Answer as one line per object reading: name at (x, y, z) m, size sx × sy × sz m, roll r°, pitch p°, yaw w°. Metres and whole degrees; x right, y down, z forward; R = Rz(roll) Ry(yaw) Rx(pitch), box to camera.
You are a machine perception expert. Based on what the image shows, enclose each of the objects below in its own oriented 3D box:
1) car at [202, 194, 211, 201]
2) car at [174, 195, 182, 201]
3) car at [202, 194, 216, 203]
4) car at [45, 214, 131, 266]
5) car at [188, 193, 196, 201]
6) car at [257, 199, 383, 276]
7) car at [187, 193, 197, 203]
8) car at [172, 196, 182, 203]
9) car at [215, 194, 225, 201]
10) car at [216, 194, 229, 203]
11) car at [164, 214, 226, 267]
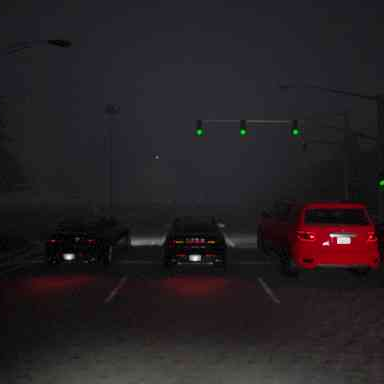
car at (3.502, 1.305, 83.204) m, size 2.097 × 1.767 × 4.553 m, roll 0°, pitch 0°, yaw 0°
car at (-3.498, 1.545, 83.264) m, size 1.895 × 1.301 × 4.718 m, roll 0°, pitch 0°, yaw 0°
car at (3.502, 1.451, 73.201) m, size 2.097 × 1.767 × 4.553 m, roll 0°, pitch 0°, yaw 0°
car at (-3.406, 1.523, 11.639) m, size 1.837 × 1.490 × 4.892 m, roll 0°, pitch 0°, yaw 0°
car at (0.002, 1.175, 83.264) m, size 2.150 × 2.045 × 5.566 m, roll 0°, pitch 0°, yaw 0°
car at (3.592, 1.239, 10.560) m, size 2.150 × 2.045 × 5.566 m, roll 0°, pitch 0°, yaw 0°
car at (0.002, 1.619, 72.814) m, size 2.128 × 1.511 × 4.902 m, roll 0°, pitch 0°, yaw 0°
car at (-3.498, 1.620, 73.231) m, size 1.812 × 1.442 × 4.674 m, roll 0°, pitch 0°, yaw 0°
car at (7.002, 1.305, 83.204) m, size 2.097 × 1.767 × 4.553 m, roll 0°, pitch 0°, yaw 0°
car at (7.002, 1.594, 72.814) m, size 1.837 × 1.490 × 4.892 m, roll 0°, pitch 0°, yaw 0°
car at (0.094, 1.523, 11.453) m, size 1.837 × 1.490 × 4.892 m, roll 0°, pitch 0°, yaw 0°
